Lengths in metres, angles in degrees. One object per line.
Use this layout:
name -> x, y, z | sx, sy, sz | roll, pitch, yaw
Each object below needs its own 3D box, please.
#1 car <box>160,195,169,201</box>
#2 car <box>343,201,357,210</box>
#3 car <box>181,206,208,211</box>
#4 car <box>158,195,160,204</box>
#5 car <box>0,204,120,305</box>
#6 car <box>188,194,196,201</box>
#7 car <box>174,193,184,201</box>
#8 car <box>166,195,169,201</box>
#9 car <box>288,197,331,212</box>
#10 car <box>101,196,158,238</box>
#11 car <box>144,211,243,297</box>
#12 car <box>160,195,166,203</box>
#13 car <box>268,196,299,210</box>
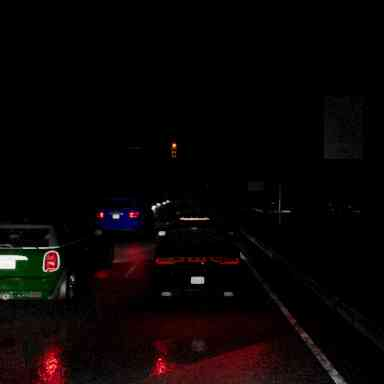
car -> -6.913, 1.459, 85.372 | 1.882, 1.535, 5.008 | 0, 0, 0
car -> 20.570, 1.562, 41.446 | 4.181, 1.385, 1.994 | 0, 0, 3
car -> 0.119, 1.491, 18.108 | 2.128, 1.511, 4.902 | 0, 0, 0
car -> -7.029, 1.505, 55.758 | 1.837, 1.490, 4.892 | 0, 0, 0
car -> -3.392, 1.352, 8.234 | 2.097, 1.767, 4.553 | 0, 0, 0
car -> 0.088, 1.348, 85.927 | 2.097, 1.767, 4.553 | 0, 0, 0
car -> -3.412, 1.218, 85.608 | 2.150, 2.045, 5.566 | 0, 0, 0
car -> -6.923, 1.478, 75.347 | 1.882, 1.535, 5.008 | 0, 0, 0
car -> 13.746, 1.564, 38.328 | 4.181, 1.385, 1.994 | 0, 0, 3
car -> -3.402, 1.221, 17.852 | 2.150, 2.045, 5.566 | 0, 0, 1
car -> 0.109, 1.478, 8.609 | 1.882, 1.535, 5.008 | 0, 0, 0
car -> -6.964, 1.547, 65.538 | 2.033, 1.411, 5.357 | 0, 0, 1
car -> 11.989, 1.352, 41.936 | 4.553, 1.767, 2.097 | 0, 0, 3
